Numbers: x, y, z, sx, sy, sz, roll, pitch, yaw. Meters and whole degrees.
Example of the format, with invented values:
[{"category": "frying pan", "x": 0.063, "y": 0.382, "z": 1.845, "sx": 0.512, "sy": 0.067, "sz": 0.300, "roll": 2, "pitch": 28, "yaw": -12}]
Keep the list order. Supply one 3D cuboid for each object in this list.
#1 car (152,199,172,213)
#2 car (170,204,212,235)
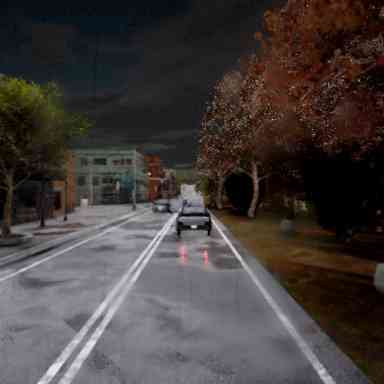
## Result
[{"category": "car", "x": -3.315, "y": 1.574, "z": 37.505, "sx": 2.128, "sy": 1.511, "sz": 4.902, "roll": 0, "pitch": 0, "yaw": 0}, {"category": "car", "x": 0.101, "y": 1.495, "z": 18.865, "sx": 2.128, "sy": 1.511, "sz": 4.902, "roll": 0, "pitch": 0, "yaw": 0}]
